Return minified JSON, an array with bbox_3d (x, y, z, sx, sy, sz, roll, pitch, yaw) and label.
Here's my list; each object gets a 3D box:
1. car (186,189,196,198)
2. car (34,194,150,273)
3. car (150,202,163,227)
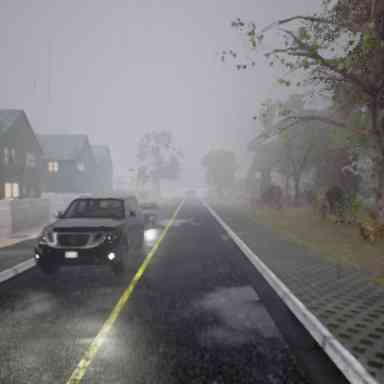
[{"bbox_3d":[-0.189,0.348,80.247,2.150,2.045,5.566,0,1,0],"label":"car"},{"bbox_3d":[-2.871,1.110,10.677,2.150,2.045,5.566,0,1,0],"label":"car"},{"bbox_3d":[-2.888,1.320,21.166,2.033,1.411,5.357,0,1,0],"label":"car"}]
